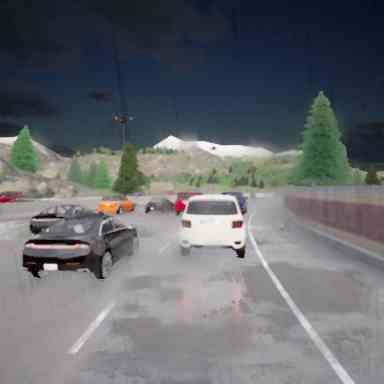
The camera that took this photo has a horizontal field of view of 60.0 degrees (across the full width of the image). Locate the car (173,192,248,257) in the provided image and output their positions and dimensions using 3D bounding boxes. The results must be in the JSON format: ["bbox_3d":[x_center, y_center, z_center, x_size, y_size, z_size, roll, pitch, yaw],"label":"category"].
[{"bbox_3d":[0.862,1.118,12.713,2.150,2.045,5.566,0,0,6],"label":"car"}]

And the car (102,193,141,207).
[{"bbox_3d":[-6.770,1.092,30.491,2.097,1.767,4.553,0,0,12],"label":"car"}]

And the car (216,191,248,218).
[{"bbox_3d":[3.622,0.989,29.021,2.150,2.045,5.566,0,0,13],"label":"car"}]

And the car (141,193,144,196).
[{"bbox_3d":[-12.478,0.881,75.477,1.812,1.442,4.674,0,1,28],"label":"car"}]

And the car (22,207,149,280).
[{"bbox_3d":[-2.903,1.407,9.682,2.128,1.511,4.902,0,0,4],"label":"car"}]

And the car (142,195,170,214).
[{"bbox_3d":[-2.974,1.263,31.459,1.812,1.442,4.674,0,0,13],"label":"car"}]

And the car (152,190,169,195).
[{"bbox_3d":[-5.834,0.608,73.037,2.150,2.045,5.566,0,1,28],"label":"car"}]

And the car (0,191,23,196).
[{"bbox_3d":[-20.249,0.902,35.268,2.150,2.045,5.566,0,0,13],"label":"car"}]

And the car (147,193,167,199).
[{"bbox_3d":[-7.984,0.877,76.381,2.033,1.411,5.357,0,1,28],"label":"car"}]

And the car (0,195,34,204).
[{"bbox_3d":[-17.220,1.305,32.884,1.895,1.301,4.718,0,0,13],"label":"car"}]

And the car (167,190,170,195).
[{"bbox_3d":[-2.791,0.881,71.312,1.882,1.535,5.008,0,1,28],"label":"car"}]

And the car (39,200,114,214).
[{"bbox_3d":[-5.773,1.351,16.031,2.128,1.511,4.902,0,0,7],"label":"car"}]

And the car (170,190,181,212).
[{"bbox_3d":[0.075,0.982,29.255,2.150,2.045,5.566,0,0,13],"label":"car"}]
